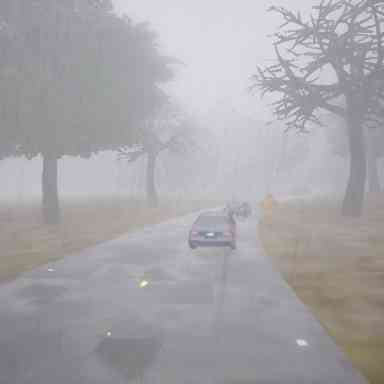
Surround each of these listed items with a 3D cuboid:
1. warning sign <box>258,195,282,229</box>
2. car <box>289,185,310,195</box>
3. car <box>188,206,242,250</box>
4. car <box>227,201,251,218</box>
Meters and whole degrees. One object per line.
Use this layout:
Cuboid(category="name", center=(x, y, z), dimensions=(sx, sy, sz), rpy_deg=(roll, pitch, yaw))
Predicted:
Cuboid(category="warning sign", center=(4.440, 1.095, 19.033), dimensions=(1.300, 1.860, 1.060), rpy_deg=(0, 0, 11))
Cuboid(category="car", center=(23.803, -0.393, 72.226), dimensions=(2.150, 2.045, 5.566), rpy_deg=(0, 2, 38))
Cuboid(category="car", center=(1.013, 1.561, 14.422), dimensions=(2.033, 1.411, 5.357), rpy_deg=(0, 0, 8))
Cuboid(category="car", center=(4.032, 1.475, 28.914), dimensions=(1.895, 1.301, 4.718), rpy_deg=(0, 1, 16))
